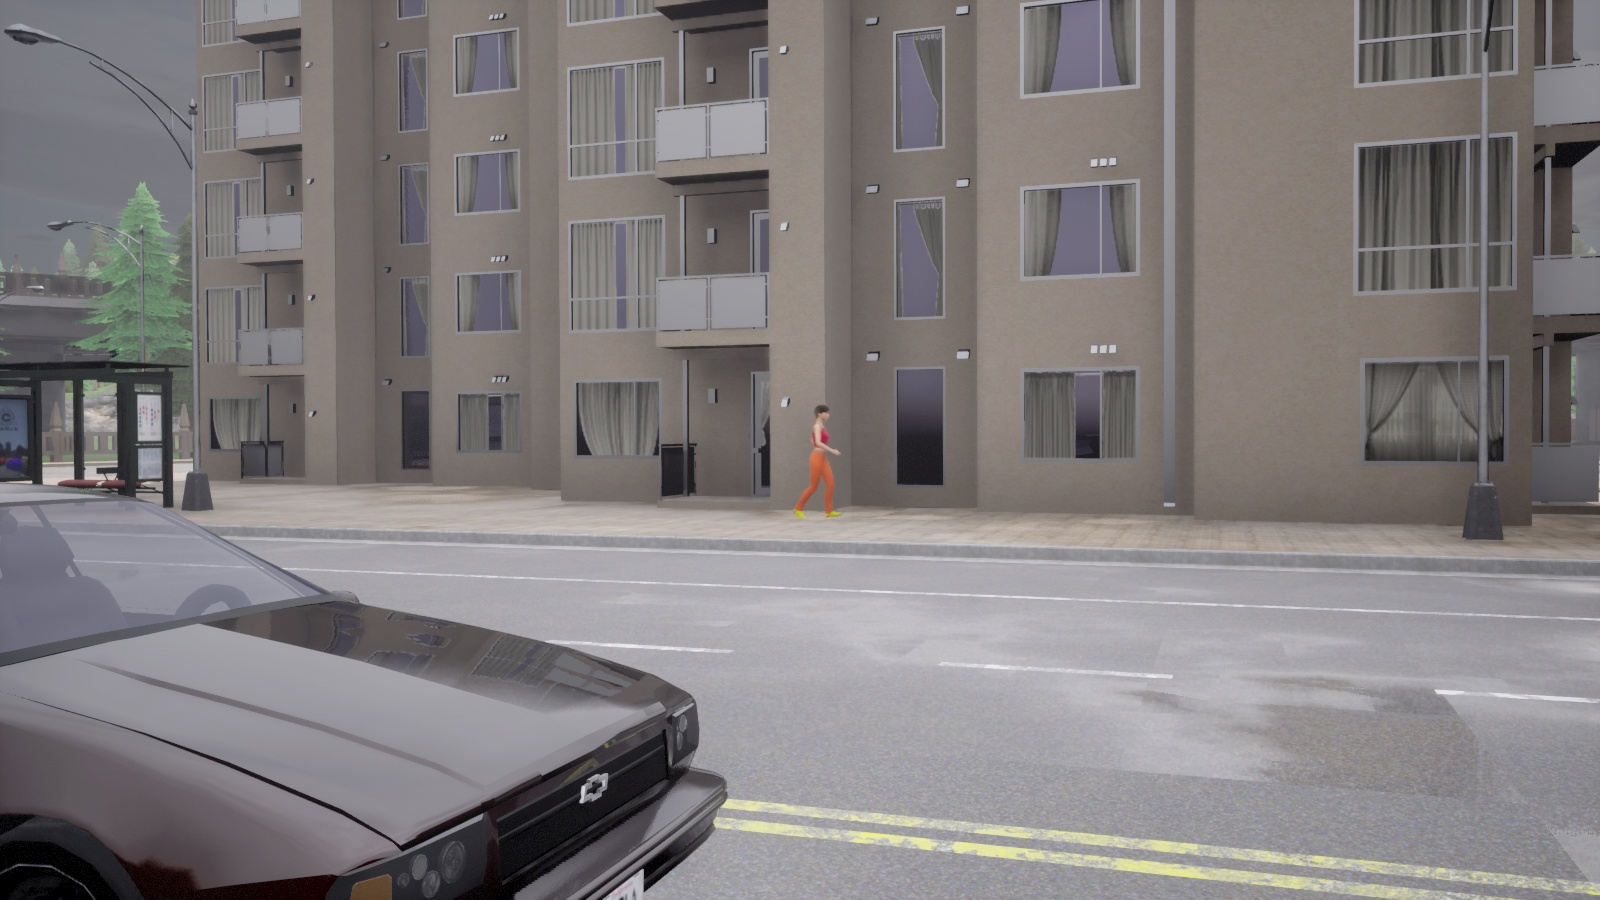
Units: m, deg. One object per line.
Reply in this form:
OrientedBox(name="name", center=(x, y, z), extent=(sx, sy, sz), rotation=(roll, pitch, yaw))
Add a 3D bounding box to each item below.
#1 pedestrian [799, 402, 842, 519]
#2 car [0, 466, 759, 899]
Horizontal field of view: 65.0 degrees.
OrientedBox(name="pedestrian", center=(0.331, 0.166, 19.998), extent=(0.594, 1.836, 0.345), rotation=(1, 1, 18))
OrientedBox(name="car", center=(-3.005, 0.796, 4.205), extent=(5.357, 1.411, 2.033), rotation=(1, 1, 19))
